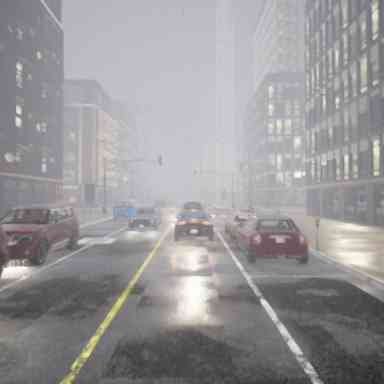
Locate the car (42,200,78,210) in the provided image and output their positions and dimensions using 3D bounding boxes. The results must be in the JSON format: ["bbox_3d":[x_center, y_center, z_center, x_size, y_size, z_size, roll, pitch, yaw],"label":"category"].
[{"bbox_3d":[-19.066,1.858,48.103,4.507,1.381,1.887,0,-1,0],"label":"car"}]

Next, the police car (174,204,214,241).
[{"bbox_3d":[0.097,1.628,17.617,2.038,1.542,4.974,0,0,0],"label":"police car"}]

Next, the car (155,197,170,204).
[{"bbox_3d":[-5.697,1.816,61.105,2.192,1.841,5.009,0,-1,0],"label":"car"}]

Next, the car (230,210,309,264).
[{"bbox_3d":[2.704,1.523,12.131,1.967,1.590,4.097,1,0,0],"label":"car"}]

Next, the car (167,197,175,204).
[{"bbox_3d":[-5.706,2.243,89.415,1.967,1.590,4.097,0,-1,0],"label":"car"}]

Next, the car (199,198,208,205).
[{"bbox_3d":[2.676,2.203,78.262,1.752,1.417,4.829,0,-1,0],"label":"car"}]

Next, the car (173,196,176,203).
[{"bbox_3d":[-5.706,2.320,83.751,1.802,1.307,4.206,0,-1,0],"label":"car"}]

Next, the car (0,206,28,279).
[{"bbox_3d":[-5.685,1.359,6.608,2.192,1.841,5.009,1,0,0],"label":"car"}]

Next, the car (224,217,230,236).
[{"bbox_3d":[2.703,1.649,17.825,1.752,1.417,4.829,1,0,0],"label":"car"}]

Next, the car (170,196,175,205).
[{"bbox_3d":[-5.704,2.241,78.089,1.947,1.339,4.313,0,-1,0],"label":"car"}]

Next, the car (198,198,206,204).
[{"bbox_3d":[2.673,2.331,89.586,1.752,1.417,4.829,0,-1,0],"label":"car"}]

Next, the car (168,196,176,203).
[{"bbox_3d":[-5.707,2.185,95.080,2.192,1.841,5.009,0,-1,0],"label":"car"}]

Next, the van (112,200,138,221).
[{"bbox_3d":[-5.666,1.550,28.700,1.690,1.788,3.998,1,0,0],"label":"van"}]

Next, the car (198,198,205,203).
[{"bbox_3d":[2.671,2.437,95.079,1.947,1.339,4.313,0,-1,0],"label":"car"}]

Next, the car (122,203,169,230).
[{"bbox_3d":[-3.039,1.710,22.881,2.033,1.411,5.357,0,0,1],"label":"car"}]

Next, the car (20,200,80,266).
[{"bbox_3d":[-5.689,1.397,12.130,2.192,1.841,5.009,1,0,0],"label":"car"}]

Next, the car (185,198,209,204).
[{"bbox_3d":[0.079,1.562,28.864,2.097,1.767,4.553,0,0,0],"label":"car"}]
